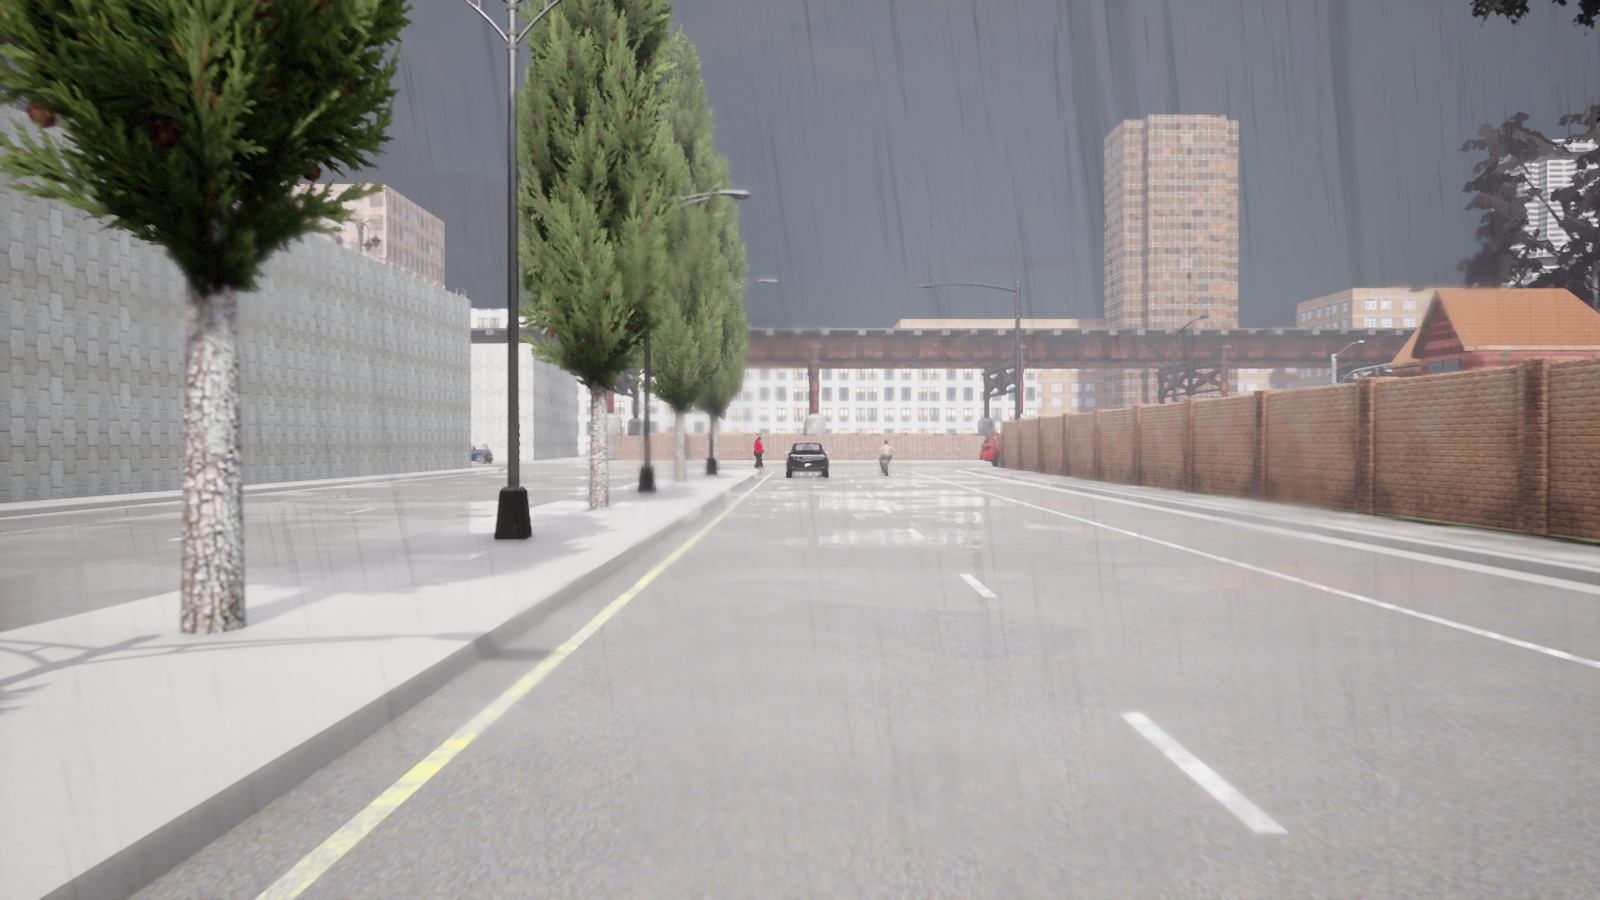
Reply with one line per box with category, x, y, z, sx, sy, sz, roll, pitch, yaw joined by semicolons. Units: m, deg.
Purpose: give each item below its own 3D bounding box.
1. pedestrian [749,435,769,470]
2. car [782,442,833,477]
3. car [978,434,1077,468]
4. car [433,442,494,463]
pedestrian;-2.200;0.130;67.426;0.899;1.844;0.634;0;0;-20
car;0.331;0.390;55.554;2.128;1.511;4.902;0;0;0
car;13.622;0.052;75.311;5.566;2.045;2.150;0;0;1
car;-24.057;0.187;89.778;3.806;1.475;1.970;0;0;1
